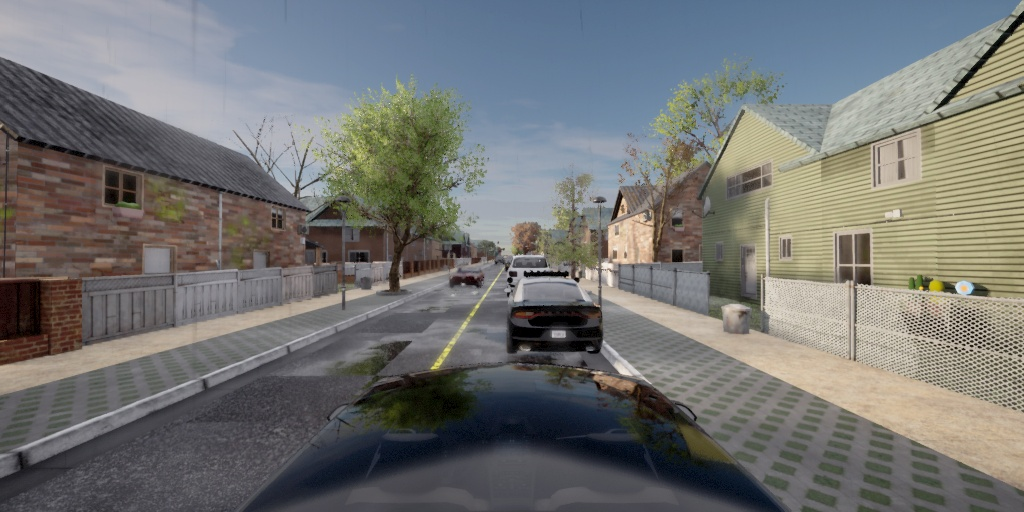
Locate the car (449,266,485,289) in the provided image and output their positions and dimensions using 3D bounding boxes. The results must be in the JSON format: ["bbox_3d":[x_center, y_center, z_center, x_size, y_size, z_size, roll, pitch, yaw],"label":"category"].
[{"bbox_3d":[-2.840,1.354,23.193,1.895,1.301,4.718,0,0,0],"label":"car"}]

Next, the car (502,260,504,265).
[{"bbox_3d":[0.051,1.348,46.662,1.895,1.301,4.718,0,0,1],"label":"car"}]

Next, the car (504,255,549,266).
[{"bbox_3d":[0.833,0.978,18.848,2.150,2.045,5.566,0,0,0],"label":"car"}]

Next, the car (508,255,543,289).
[{"bbox_3d":[0.836,0.979,24.849,2.150,2.045,5.566,0,0,0],"label":"car"}]

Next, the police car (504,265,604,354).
[{"bbox_3d":[0.828,1.177,8.925,1.930,1.638,5.238,0,0,0],"label":"police car"}]
